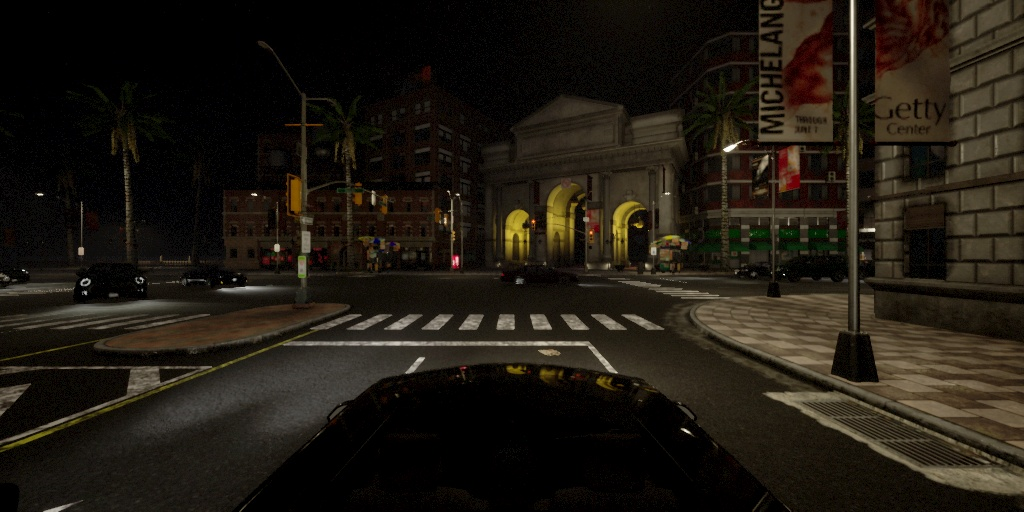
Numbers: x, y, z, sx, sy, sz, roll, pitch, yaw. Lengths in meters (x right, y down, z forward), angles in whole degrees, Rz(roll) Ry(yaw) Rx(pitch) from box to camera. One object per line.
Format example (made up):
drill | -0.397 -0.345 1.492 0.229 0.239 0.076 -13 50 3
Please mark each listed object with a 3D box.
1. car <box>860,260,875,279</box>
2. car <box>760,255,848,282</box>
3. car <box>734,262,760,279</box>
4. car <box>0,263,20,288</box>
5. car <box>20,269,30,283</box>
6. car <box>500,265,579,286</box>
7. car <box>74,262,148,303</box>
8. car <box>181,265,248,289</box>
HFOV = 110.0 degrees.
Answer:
car | 31.281 1.102 31.588 4.553 1.767 2.097 0 0 2
car | 23.281 0.971 28.255 5.566 2.045 2.150 0 0 0
car | 22.305 1.242 31.751 4.902 1.511 2.128 0 0 0
car | -33.082 1.276 21.409 4.674 1.442 1.812 0 0 0
car | -36.803 1.102 24.933 4.553 1.767 2.097 0 0 0
car | 1.834 1.297 24.696 5.357 1.411 2.033 0 0 0
car | -18.792 1.102 16.894 4.553 1.767 2.097 0 0 41
car | -19.310 1.314 23.291 4.181 1.385 1.994 0 0 21
